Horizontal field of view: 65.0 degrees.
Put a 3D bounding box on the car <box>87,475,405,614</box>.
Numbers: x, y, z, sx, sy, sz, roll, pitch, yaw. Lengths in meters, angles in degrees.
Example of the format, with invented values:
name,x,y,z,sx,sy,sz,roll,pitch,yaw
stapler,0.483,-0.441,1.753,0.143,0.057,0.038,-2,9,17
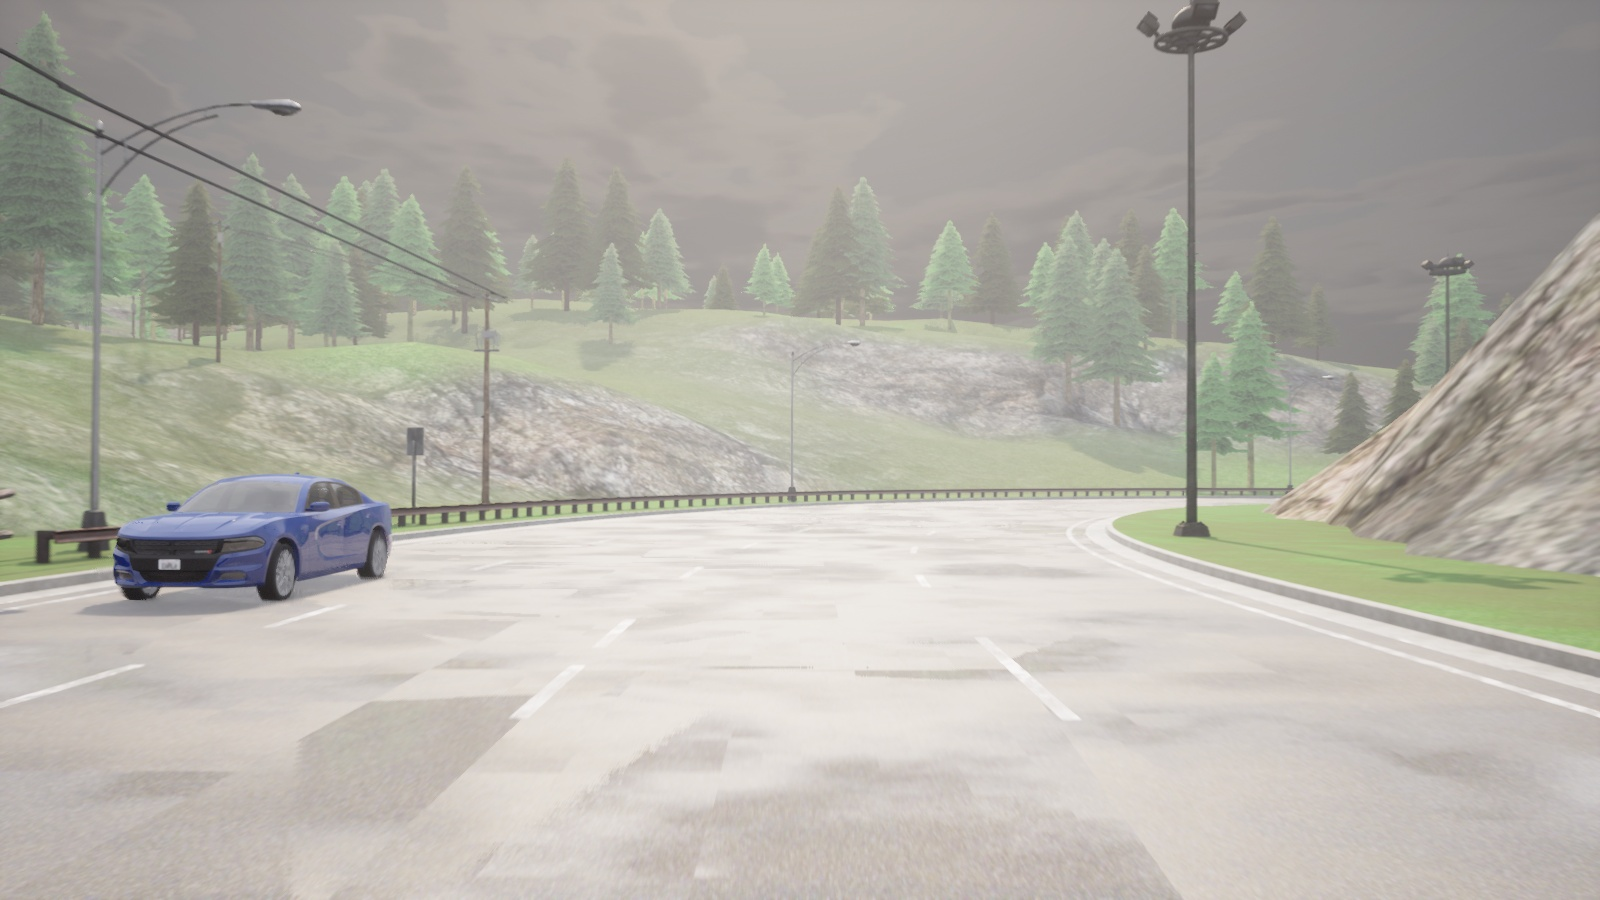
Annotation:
name,x,y,z,sx,sy,sz,roll,pitch,yaw
car,-7.000,1.111,16.579,1.882,1.535,5.008,0,-1,1
